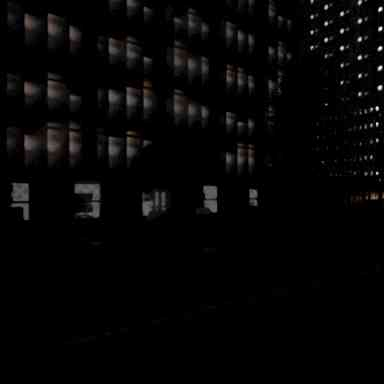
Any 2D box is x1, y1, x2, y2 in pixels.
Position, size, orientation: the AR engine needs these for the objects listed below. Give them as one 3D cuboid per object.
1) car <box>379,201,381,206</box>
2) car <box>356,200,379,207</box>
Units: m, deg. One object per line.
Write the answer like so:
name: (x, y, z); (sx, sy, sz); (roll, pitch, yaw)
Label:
car: (33.649, 1.909, 54.234); (1.947, 1.339, 4.313); (-1, -1, -23)
car: (31.494, 2.006, 59.429); (1.947, 1.339, 4.313); (-1, -1, -23)
